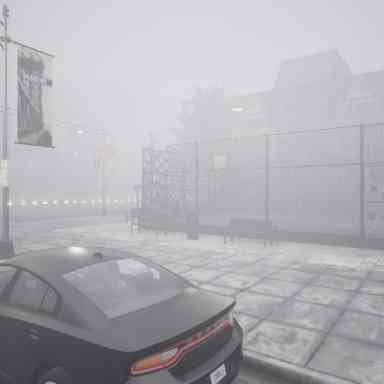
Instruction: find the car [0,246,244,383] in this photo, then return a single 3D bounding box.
[{"bbox_3d":[-1.785,1.480,4.405,5.008,1.535,2.097,0,0,35],"label":"car"}]
